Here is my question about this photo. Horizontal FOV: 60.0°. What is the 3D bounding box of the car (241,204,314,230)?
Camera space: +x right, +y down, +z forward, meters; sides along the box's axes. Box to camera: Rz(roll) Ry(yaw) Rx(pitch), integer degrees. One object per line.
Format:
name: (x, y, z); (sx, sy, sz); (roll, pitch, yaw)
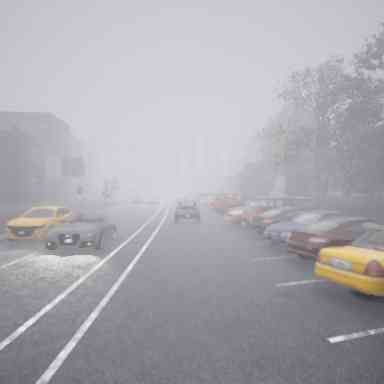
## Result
car: (5.101, 1.485, 16.531); (4.674, 1.452, 2.002); (1, 0, -22)

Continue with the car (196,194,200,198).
car: (3.613, 1.388, 49.176); (5.008, 1.535, 2.097); (1, 0, -24)

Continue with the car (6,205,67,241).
car: (-7.284, 1.444, 16.594); (1.882, 1.535, 5.008); (0, 0, -1)

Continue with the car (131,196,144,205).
car: (-9.380, 1.406, 57.617); (1.882, 1.535, 5.008); (0, 0, -4)

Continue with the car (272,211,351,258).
car: (5.211, 1.505, 10.630); (4.674, 1.452, 2.002); (1, 0, -21)

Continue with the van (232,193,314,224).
van: (4.924, 1.208, 19.453); (4.442, 1.987, 1.878); (1, 0, -22)

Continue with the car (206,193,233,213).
car: (4.637, 1.154, 31.390); (5.566, 2.045, 2.435); (1, 0, -23)

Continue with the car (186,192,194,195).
car: (2.094, 1.405, 69.985); (5.366, 1.575, 1.946); (1, 0, -26)

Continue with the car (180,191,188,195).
car: (0.730, 1.144, 81.745); (5.566, 2.045, 2.435); (0, 0, -27)

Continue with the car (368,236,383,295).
car: (5.282, 1.478, 4.690); (5.008, 1.535, 2.097); (1, 0, -21)

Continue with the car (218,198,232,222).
car: (4.769, 1.421, 22.399); (5.366, 1.575, 1.946); (1, 0, -22)

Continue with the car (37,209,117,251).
car: (-4.424, 1.537, 13.831); (1.994, 1.385, 4.181); (0, 0, -1)

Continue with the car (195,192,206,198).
car: (3.382, 1.262, 52.131); (4.553, 1.767, 2.185); (1, 0, -24)

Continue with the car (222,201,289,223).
car: (4.843, 1.459, 25.438); (4.674, 1.452, 2.002); (1, 0, -22)

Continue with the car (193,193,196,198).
car: (3.203, 1.389, 55.099); (5.008, 1.535, 2.097); (1, 0, -25)

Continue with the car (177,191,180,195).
car: (-0.361, 1.043, 90.571); (5.566, 2.045, 2.435); (0, 1, -27)

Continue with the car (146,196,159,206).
car: (-6.313, 1.445, 54.148); (1.812, 1.442, 4.674); (0, 0, -4)

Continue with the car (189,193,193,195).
car: (2.478, 1.398, 63.981); (5.008, 1.535, 2.097); (1, 0, -25)

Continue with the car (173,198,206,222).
car: (-0.395, 1.426, 25.295); (2.128, 1.511, 4.902); (0, 0, -2)

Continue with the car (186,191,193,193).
car: (1.668, 1.284, 72.868); (4.553, 1.767, 2.185); (1, 0, -26)

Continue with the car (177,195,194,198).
car: (-1.229, 1.458, 42.890); (2.033, 1.411, 5.357); (0, 0, -3)

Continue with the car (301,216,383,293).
car: (5.435, 1.472, 7.725); (5.366, 1.575, 1.946); (1, 0, -21)

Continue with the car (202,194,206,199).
car: (4.177, 1.394, 40.274); (4.892, 1.521, 2.231); (1, 0, -23)

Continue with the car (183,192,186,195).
car: (1.036, 1.410, 78.771); (4.892, 1.521, 2.231); (1, 1, -26)

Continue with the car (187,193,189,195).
car: (2.196, 1.401, 66.946); (5.008, 1.535, 2.097); (1, 0, -25)

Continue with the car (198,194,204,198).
car: (3.785, 1.418, 46.197); (4.792, 1.488, 2.163); (1, 0, -24)

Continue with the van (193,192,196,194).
van: (3.072, 1.167, 58.119); (4.442, 1.987, 1.878); (1, 0, -25)

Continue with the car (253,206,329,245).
car: (5.145, 1.495, 13.577); (4.674, 1.452, 2.002); (0, 1, -21)

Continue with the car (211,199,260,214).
car: (4.477, 1.440, 34.341); (4.674, 1.452, 2.002); (1, 0, -23)

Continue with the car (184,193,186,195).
car: (1.334, 1.412, 75.817); (5.008, 1.535, 2.097); (1, 0, -26)
